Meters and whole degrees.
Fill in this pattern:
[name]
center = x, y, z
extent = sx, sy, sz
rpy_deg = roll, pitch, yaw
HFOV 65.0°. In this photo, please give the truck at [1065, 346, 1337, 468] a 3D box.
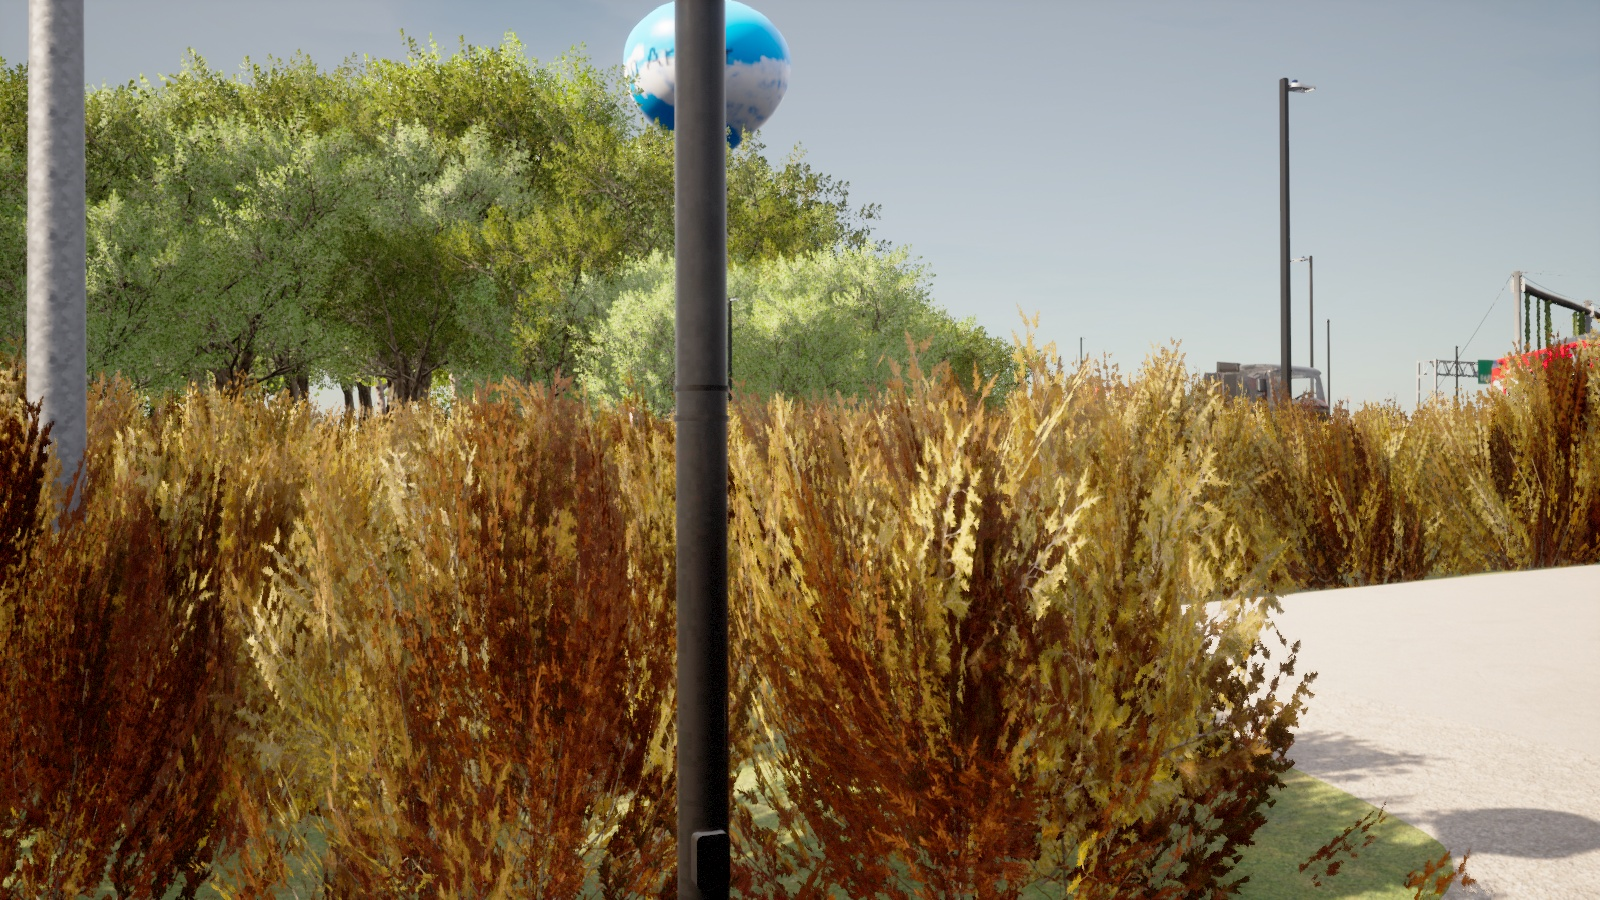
[truck]
center = 12.522, -1.206, 39.986
extent = 2.891, 3.462, 7.936
rpy_deg = -1, 0, -38
